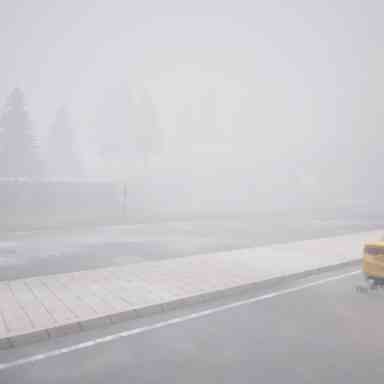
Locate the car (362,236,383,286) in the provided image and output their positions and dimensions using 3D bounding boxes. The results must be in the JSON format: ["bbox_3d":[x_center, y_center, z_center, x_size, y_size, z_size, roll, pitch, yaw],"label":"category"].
[{"bbox_3d":[6.144,1.477,8.128,5.008,1.535,1.882,0,0,-36],"label":"car"}]
